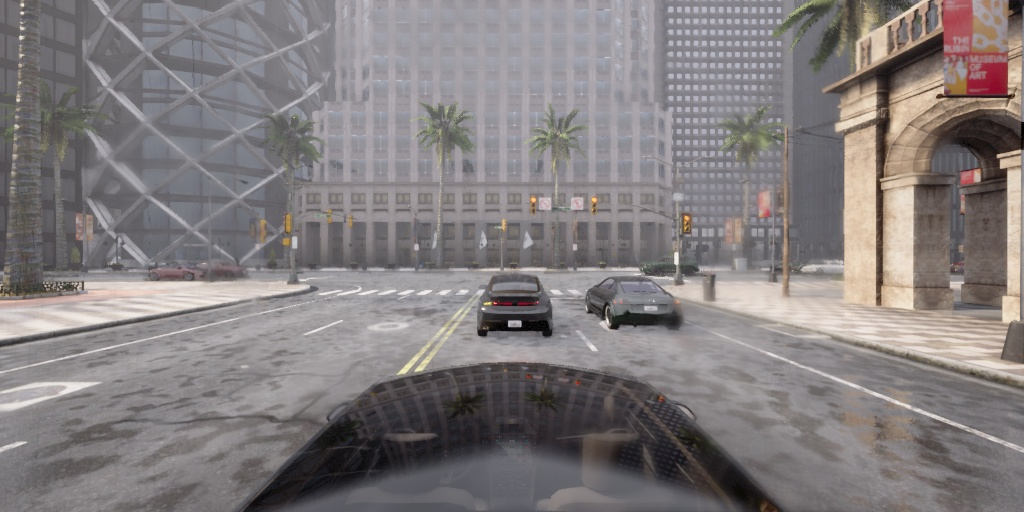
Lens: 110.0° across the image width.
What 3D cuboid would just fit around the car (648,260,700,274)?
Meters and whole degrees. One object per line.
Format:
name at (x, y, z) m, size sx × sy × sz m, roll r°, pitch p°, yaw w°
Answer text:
car at (18.118, 1.241, 40.345) m, size 4.902 × 1.511 × 2.128 m, roll 0°, pitch 0°, yaw 0°

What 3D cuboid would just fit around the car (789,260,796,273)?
car at (33.802, 1.101, 40.296) m, size 4.553 × 1.767 × 2.097 m, roll 0°, pitch 0°, yaw 0°

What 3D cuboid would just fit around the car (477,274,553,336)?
car at (0.076, 1.255, 10.349) m, size 1.837 × 1.490 × 4.892 m, roll 0°, pitch 0°, yaw 0°

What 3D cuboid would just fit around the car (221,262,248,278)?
car at (-26.955, 1.276, 32.928) m, size 4.674 × 1.442 × 1.812 m, roll 0°, pitch 0°, yaw -4°

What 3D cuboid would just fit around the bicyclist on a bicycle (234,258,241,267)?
bicyclist on a bicycle at (-35.756, 1.050, 46.654) m, size 0.582 × 1.620 × 1.656 m, roll 0°, pitch 0°, yaw -12°

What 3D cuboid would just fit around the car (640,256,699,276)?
car at (16.148, 0.971, 36.844) m, size 5.566 × 2.045 × 2.150 m, roll 0°, pitch 0°, yaw 0°

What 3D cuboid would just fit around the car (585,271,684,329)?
car at (3.580, 1.314, 11.216) m, size 1.994 × 1.385 × 4.181 m, roll 0°, pitch 0°, yaw 0°

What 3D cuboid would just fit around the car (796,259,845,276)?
car at (32.426, 1.275, 36.803) m, size 4.674 × 1.442 × 1.812 m, roll 0°, pitch 0°, yaw 0°

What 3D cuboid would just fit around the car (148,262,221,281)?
car at (-27.016, 1.314, 29.430) m, size 4.181 × 1.385 × 1.994 m, roll 0°, pitch 0°, yaw -4°
